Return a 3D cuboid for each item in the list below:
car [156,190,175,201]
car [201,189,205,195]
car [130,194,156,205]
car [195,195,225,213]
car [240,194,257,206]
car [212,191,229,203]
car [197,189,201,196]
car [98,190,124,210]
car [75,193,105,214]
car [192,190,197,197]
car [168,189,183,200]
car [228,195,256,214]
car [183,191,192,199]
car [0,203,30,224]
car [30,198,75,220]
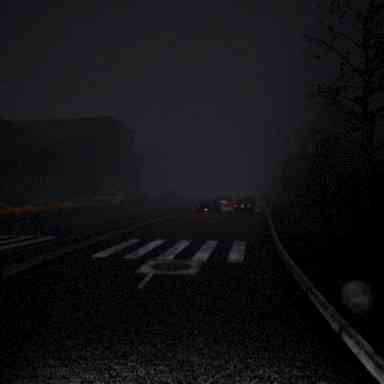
[{"bbox_3d":[-5.061,0.838,58.372,2.231,1.521,4.892,0,1,11],"label":"car"},{"bbox_3d":[1.334,0.437,90.574,1.946,1.575,5.366,0,1,11],"label":"car"},{"bbox_3d":[-7.225,1.001,47.499,2.163,1.488,4.792,0,1,11],"label":"car"},{"bbox_3d":[1.704,1.261,31.885,1.895,1.301,4.718,0,1,11],"label":"car"},{"bbox_3d":[7.706,1.034,45.141,1.994,1.385,4.181,0,1,12],"label":"car"},{"bbox_3d":[4.431,0.983,45.343,2.128,1.511,4.902,0,1,12],"label":"car"},{"bbox_3d":[0.299,0.379,85.367,2.185,1.767,4.553,0,1,11],"label":"car"},{"bbox_3d":[-9.373,0.854,36.661,2.435,2.045,5.566,0,1,11],"label":"car"},{"bbox_3d":[-10.506,1.172,30.967,1.946,1.575,5.366,0,1,11],"label":"car"},{"bbox_3d":[-0.819,0.571,79.737,1.946,1.575,5.366,0,1,11],"label":"car"},{"bbox_3d":[-3.994,0.520,63.754,2.435,2.045,5.566,0,1,11],"label":"car"},{"bbox_3d":[4.766,1.200,30.644,2.033,1.411,5.357,0,1,11],"label":"car"},{"bbox_3d":[-2.212,0.658,73.008,2.231,1.521,4.892,0,1,12],"label":"car"},{"bbox_3d":[-12.668,1.309,20.133,1.946,1.575,5.366,0,1,11],"label":"car"},{"bbox_3d":[-11.582,1.239,25.548,1.946,1.575,5.366,0,1,11],"label":"car"}]
